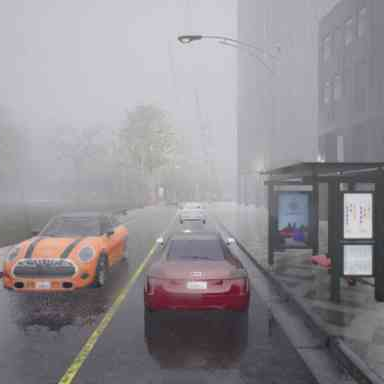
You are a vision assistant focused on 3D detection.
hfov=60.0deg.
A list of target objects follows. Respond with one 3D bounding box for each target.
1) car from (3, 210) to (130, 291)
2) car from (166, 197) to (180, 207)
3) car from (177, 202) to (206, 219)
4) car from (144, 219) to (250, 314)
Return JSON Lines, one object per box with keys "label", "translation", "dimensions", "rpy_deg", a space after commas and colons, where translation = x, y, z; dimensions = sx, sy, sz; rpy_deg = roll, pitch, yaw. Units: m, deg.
{"label": "car", "translation": [-3.117, 1.363, 9.185], "dimensions": [2.097, 1.767, 4.553], "rpy_deg": [0, 0, 0]}
{"label": "car", "translation": [-3.097, 1.620, 53.746], "dimensions": [1.837, 1.490, 4.892], "rpy_deg": [0, 0, 0]}
{"label": "car", "translation": [0.055, 1.563, 25.041], "dimensions": [1.812, 1.442, 4.674], "rpy_deg": [0, 0, 0]}
{"label": "car", "translation": [0.085, 1.572, 7.712], "dimensions": [1.994, 1.385, 4.181], "rpy_deg": [0, 0, 0]}
